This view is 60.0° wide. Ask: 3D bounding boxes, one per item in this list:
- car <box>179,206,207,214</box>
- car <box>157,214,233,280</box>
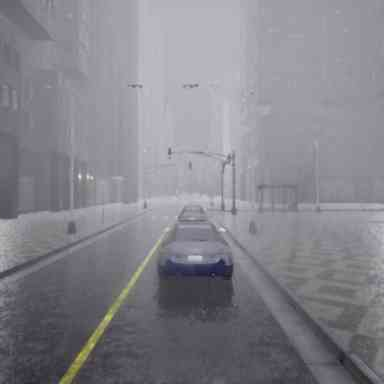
[{"bbox_3d":[0.073,1.603,22.542,1.994,1.385,4.181,0,0,2],"label":"car"},{"bbox_3d":[0.085,1.582,10.075,1.994,1.385,4.181,0,0,0],"label":"car"}]
